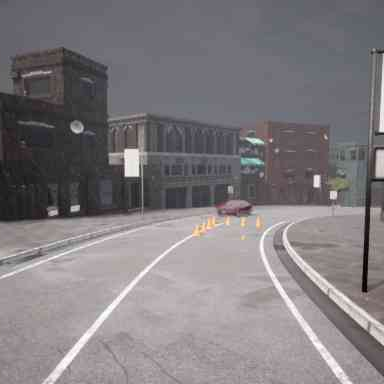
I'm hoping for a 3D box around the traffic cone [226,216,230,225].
[{"bbox_3d":[2.485,1.956,22.674,0.340,0.580,0.340,2,0,12],"label":"traffic cone"}]

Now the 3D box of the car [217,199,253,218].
[{"bbox_3d":[3.977,1.450,30.326,1.882,1.535,5.008,2,1,30],"label":"car"}]
